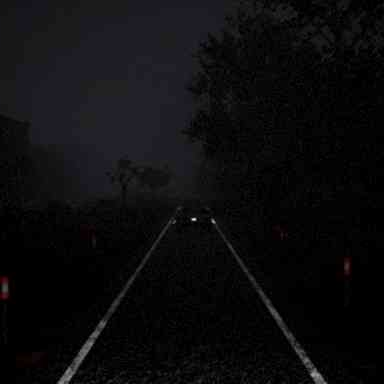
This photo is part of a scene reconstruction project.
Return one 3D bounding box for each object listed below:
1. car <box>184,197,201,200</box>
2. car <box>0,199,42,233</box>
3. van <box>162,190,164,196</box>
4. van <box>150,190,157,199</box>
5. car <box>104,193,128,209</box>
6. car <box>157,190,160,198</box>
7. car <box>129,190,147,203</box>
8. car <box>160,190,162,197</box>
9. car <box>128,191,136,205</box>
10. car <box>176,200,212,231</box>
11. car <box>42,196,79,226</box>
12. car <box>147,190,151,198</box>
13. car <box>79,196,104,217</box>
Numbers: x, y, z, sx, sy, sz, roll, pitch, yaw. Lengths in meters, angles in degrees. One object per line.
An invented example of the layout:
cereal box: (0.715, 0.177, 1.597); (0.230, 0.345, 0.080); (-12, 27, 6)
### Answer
car: (0.101, 1.230, 35.405); (1.994, 1.385, 4.181); (0, 1, 0)
car: (-9.000, 1.204, 14.559); (2.231, 1.521, 4.892); (0, 1, 2)
van: (-9.087, 0.392, 87.602); (1.878, 1.987, 4.442); (0, -1, -2)
van: (-9.070, 0.538, 69.894); (1.878, 1.987, 4.442); (0, 1, 2)
car: (-9.026, 1.004, 36.748); (2.097, 1.535, 5.008); (0, 0, 2)
car: (-9.072, 0.702, 75.580); (2.231, 1.521, 4.892); (0, -1, -2)
car: (-9.044, 0.651, 52.178); (2.435, 2.045, 5.566); (0, 0, 1)
car: (-9.077, 0.694, 81.091); (2.163, 1.488, 4.792); (0, -1, -2)
car: (-9.033, 0.948, 42.296); (2.097, 1.535, 5.008); (0, 0, 2)
car: (0.100, 1.405, 19.602); (1.994, 1.385, 4.181); (0, 1, 0)
car: (-9.006, 1.156, 20.115); (2.097, 1.535, 5.008); (0, 0, 2)
car: (-9.052, 0.880, 58.925); (2.002, 1.452, 4.674); (0, 1, 0)
car: (-9.022, 1.087, 26.496); (1.946, 1.575, 5.366); (0, 0, 2)
